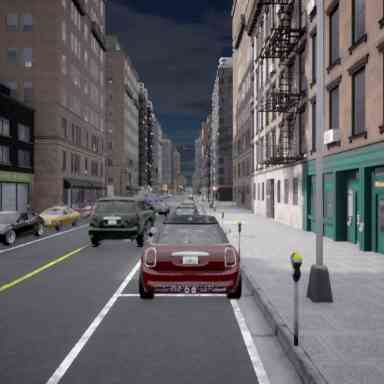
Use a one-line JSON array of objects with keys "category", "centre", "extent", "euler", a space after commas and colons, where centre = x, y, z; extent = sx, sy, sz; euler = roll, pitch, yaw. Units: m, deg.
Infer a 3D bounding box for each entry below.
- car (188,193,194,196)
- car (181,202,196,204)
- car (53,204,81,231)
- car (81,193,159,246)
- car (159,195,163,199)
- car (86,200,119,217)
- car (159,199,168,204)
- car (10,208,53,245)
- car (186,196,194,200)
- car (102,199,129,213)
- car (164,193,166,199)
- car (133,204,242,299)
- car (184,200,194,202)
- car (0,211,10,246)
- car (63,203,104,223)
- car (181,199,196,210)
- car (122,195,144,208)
[{"category": "car", "centre": [-0.382, 1.395, 90.663], "extent": [1.967, 1.590, 4.097], "euler": [0, 0, 0]}, {"category": "car", "centre": [-0.383, 1.566, 20.772], "extent": [1.947, 1.339, 4.313], "euler": [0, 0, 0]}, {"category": "car", "centre": [-8.408, 1.525, 20.611], "extent": [1.752, 1.417, 4.829], "euler": [0, 0, 0]}, {"category": "car", "centre": [-3.012, 1.224, 15.291], "extent": [2.150, 2.045, 5.566], "euler": [0, 0, 0]}, {"category": "car", "centre": [-5.778, 1.214, 47.217], "extent": [2.150, 2.045, 5.566], "euler": [0, 0, 0]}, {"category": "car", "centre": [-8.408, 1.548, 31.607], "extent": [2.008, 1.369, 4.403], "euler": [0, 0, 0]}, {"category": "car", "centre": [-3.005, 1.598, 30.972], "extent": [1.895, 1.301, 4.718], "euler": [0, 0, 0]}, {"category": "car", "centre": [-8.408, 1.566, 15.368], "extent": [1.947, 1.339, 4.313], "euler": [0, 0, 0]}, {"category": "car", "centre": [-0.383, 1.519, 37.181], "extent": [1.752, 1.417, 4.829], "euler": [0, 0, 0]}, {"category": "car", "centre": [-8.408, 1.545, 37.020], "extent": [2.008, 1.369, 4.403], "euler": [0, 0, 0]}, {"category": "car", "centre": [-8.408, 1.486, 85.047], "extent": [1.752, 1.417, 4.829], "euler": [0, 0, 0]}, {"category": "car", "centre": [-0.033, 1.352, 8.620], "extent": [2.097, 1.767, 4.553], "euler": [0, 0, 0]}, {"category": "car", "centre": [-0.383, 1.565, 26.185], "extent": [1.947, 1.339, 4.313], "euler": [0, 0, 0]}, {"category": "car", "centre": [-3.019, 1.224, 0.718], "extent": [2.150, 2.045, 5.566], "euler": [0, 0, 0]}, {"category": "car", "centre": [-8.408, 1.581, 26.194], "extent": [1.802, 1.307, 4.206], "euler": [0, 0, 0]}, {"category": "car", "centre": [-0.383, 1.572, 42.423], "extent": [1.802, 1.307, 4.206], "euler": [0, 0, 0]}, {"category": "car", "centre": [-8.408, 1.302, 47.845], "extent": [2.192, 1.841, 5.009], "euler": [0, 0, 0]}]
